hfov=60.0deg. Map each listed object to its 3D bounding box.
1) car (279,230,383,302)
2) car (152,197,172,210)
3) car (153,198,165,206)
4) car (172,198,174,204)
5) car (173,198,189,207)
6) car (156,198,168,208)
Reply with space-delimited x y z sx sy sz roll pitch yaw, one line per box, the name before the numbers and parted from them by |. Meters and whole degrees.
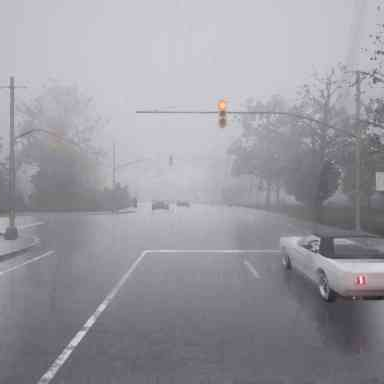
car | 3.596 1.601 8.196 1.895 1.301 4.718 0 0 0
car | -4.059 1.425 43.105 2.097 1.767 4.553 0 -1 -3
car | -6.302 1.914 63.511 1.882 1.535 5.008 0 -1 -10
car | -4.462 2.359 83.071 2.128 1.511 4.902 0 -1 -22
car | -1.723 1.910 58.395 1.895 1.301 4.718 0 -1 -8
car | -4.843 1.721 53.207 1.837 1.490 4.892 0 -1 -7
